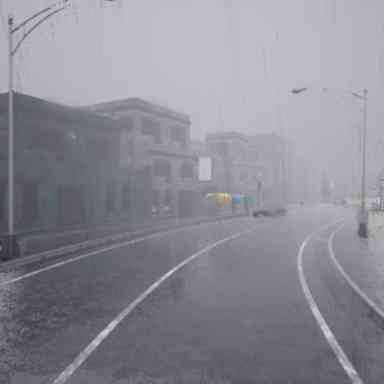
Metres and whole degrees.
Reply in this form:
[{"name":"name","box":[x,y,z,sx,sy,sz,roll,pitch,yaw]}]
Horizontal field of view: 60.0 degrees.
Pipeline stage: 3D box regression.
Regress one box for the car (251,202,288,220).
[{"name":"car","box":[7.073,1.607,29.748,2.033,1.411,5.357,1,0,31]}]

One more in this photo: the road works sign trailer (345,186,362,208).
[{"name":"road works sign trailer","box":[26.326,0.822,54.185,2.380,3.560,2.880,1,0,32]}]

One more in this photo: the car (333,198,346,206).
[{"name":"car","box":[28.906,1.862,65.203,2.128,1.511,4.902,1,0,32]}]
